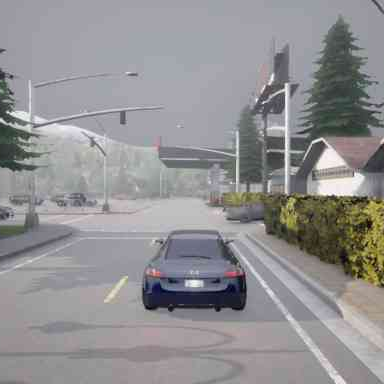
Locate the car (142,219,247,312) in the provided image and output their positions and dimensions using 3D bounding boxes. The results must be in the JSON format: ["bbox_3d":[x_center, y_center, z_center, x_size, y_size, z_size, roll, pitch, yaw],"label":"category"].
[{"bbox_3d":[0.059,1.564,7.798,1.994,1.385,4.181,0,0,1],"label":"car"}]

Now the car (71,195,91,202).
[{"bbox_3d":[-24.037,1.320,72.076,3.633,1.501,1.845,0,0,-1],"label":"car"}]

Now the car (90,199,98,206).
[{"bbox_3d":[-16.180,1.361,49.711,3.806,1.475,1.970,0,0,-1],"label":"car"}]

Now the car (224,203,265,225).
[{"bbox_3d":[5.012,1.467,23.726,5.357,1.411,2.033,-3,0,0],"label":"car"}]

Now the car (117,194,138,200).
[{"bbox_3d":[-16.433,1.330,83.967,5.027,1.636,2.152,0,0,-1],"label":"car"}]

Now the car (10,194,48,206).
[{"bbox_3d":[-24.659,1.097,49.623,4.605,1.855,1.932,0,0,-1],"label":"car"}]

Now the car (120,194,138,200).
[{"bbox_3d":[-16.503,1.339,87.104,4.514,1.523,2.007,0,0,-1],"label":"car"}]

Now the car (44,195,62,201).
[{"bbox_3d":[-35.099,1.384,84.005,3.806,1.475,1.970,0,0,-1],"label":"car"}]

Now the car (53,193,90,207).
[{"bbox_3d":[-16.772,1.077,46.383,3.866,1.878,1.905,0,0,-1],"label":"car"}]

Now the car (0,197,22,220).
[{"bbox_3d":[-15.288,1.300,23.661,4.902,1.511,2.128,0,0,0],"label":"car"}]

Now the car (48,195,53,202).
[{"bbox_3d":[-24.021,1.298,62.084,4.514,1.523,2.007,0,0,-1],"label":"car"}]
